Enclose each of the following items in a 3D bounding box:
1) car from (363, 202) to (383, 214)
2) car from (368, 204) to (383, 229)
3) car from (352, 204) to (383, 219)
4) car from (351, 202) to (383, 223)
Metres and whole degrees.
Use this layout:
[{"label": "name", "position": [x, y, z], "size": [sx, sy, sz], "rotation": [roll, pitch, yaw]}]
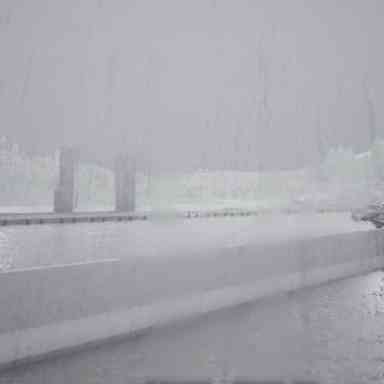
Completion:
[{"label": "car", "position": [24.659, 2.071, 43.691], "size": [4.892, 1.490, 1.837], "rotation": [1, -1, -36]}, {"label": "car", "position": [14.767, 1.822, 23.460], "size": [4.892, 1.490, 1.837], "rotation": [1, -1, -36]}, {"label": "car", "position": [19.472, 2.001, 35.573], "size": [5.357, 1.411, 2.033], "rotation": [1, -1, -36]}, {"label": "car", "position": [15.509, 1.853, 28.338], "size": [4.902, 1.511, 2.128], "rotation": [1, -1, -36]}]
